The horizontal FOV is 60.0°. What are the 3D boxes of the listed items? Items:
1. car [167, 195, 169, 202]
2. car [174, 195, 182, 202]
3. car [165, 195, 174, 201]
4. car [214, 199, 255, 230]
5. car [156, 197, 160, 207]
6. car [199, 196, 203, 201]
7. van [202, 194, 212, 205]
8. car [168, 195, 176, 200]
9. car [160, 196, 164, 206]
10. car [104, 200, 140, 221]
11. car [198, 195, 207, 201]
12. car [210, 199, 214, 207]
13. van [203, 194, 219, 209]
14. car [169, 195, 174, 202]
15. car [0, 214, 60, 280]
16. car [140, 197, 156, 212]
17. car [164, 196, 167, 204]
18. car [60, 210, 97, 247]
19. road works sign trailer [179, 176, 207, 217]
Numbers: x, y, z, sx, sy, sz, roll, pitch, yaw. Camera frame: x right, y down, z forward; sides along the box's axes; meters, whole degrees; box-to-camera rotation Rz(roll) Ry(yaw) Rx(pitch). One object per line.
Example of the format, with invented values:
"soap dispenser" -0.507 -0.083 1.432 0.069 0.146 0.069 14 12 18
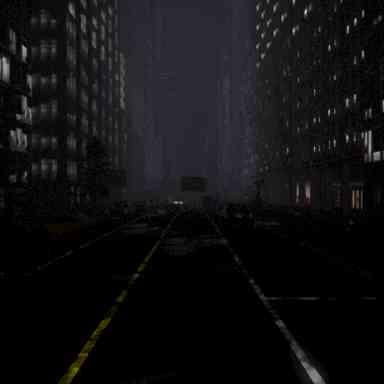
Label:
"car" -5.697 1.571 60.762 1.802 1.307 4.206 -1 0 0
"car" -3.000 1.490 76.725 1.994 1.385 4.181 0 0 0
"car" -5.697 1.536 83.496 2.008 1.369 4.403 -1 0 0
"car" 2.682 1.436 20.977 1.967 1.590 4.097 -1 0 0
"car" -5.697 1.558 43.711 1.947 1.339 4.313 -1 0 0
"car" 2.681 1.305 55.078 2.192 1.841 5.009 -1 0 0
"van" 2.681 1.331 60.762 1.690 1.788 3.998 -1 0 0
"car" -5.697 1.565 94.863 1.802 1.307 4.206 -1 0 0
"car" -5.697 1.536 49.395 1.887 1.381 4.507 -1 0 0
"car" -5.699 1.435 26.660 1.967 1.590 4.097 -1 0 0
"car" 2.683 1.536 83.496 2.008 1.369 4.403 -1 0 0
"car" 2.683 1.520 26.830 1.752 1.417 4.829 -1 0 0
"van" 2.681 1.333 43.711 1.690 1.788 3.998 -1 0 0
"car" -5.698 1.538 72.129 2.008 1.369 4.403 -1 0 0
"car" -5.699 1.438 9.609 1.967 1.590 4.097 -1 0 0
"car" -5.698 1.544 38.027 2.008 1.369 4.403 -1 0 0
"car" -5.698 1.541 55.078 2.008 1.369 4.403 -1 0 0
"car" -5.698 1.522 15.123 1.752 1.417 4.829 -1 0 0
"road works sign trailer" 0.089 0.393 30.150 2.380 3.560 2.880 3 -3 0
